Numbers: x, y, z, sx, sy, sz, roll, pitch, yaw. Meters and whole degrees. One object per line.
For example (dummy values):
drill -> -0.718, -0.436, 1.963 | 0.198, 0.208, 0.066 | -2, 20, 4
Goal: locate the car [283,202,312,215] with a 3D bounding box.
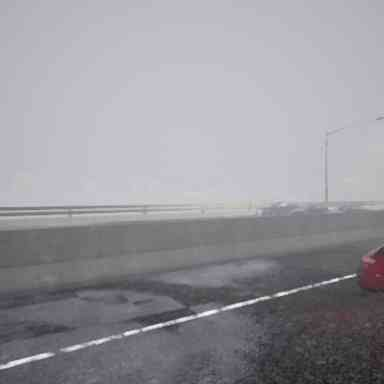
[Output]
car -> 10.142, 1.713, 28.187 | 4.181, 1.385, 1.994 | 0, 0, -35

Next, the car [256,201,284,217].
car -> 8.062, 1.639, 31.003 | 4.902, 1.511, 2.128 | 0, 0, -35

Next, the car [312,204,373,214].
car -> 11.720, 1.694, 25.031 | 5.357, 1.411, 2.033 | 0, 0, -35

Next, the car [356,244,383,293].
car -> 5.740, 1.619, 7.806 | 4.181, 1.385, 1.994 | 0, 0, -35
